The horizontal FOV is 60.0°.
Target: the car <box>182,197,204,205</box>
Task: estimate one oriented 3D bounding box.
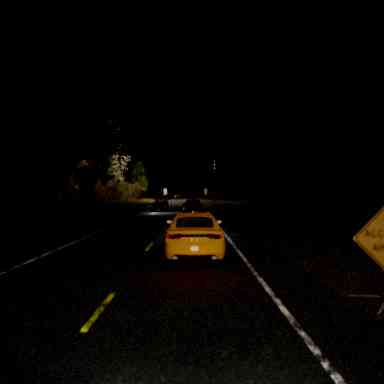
[{"bbox_3d":[0.095,1.483,31.809,1.837,1.490,4.892,0,0,0],"label":"car"}]

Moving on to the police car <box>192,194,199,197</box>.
[{"bbox_3d":[1.053,1.330,94.131,1.930,1.638,5.238,0,0,0],"label":"police car"}]

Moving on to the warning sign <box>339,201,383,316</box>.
[{"bbox_3d":[3.545,1.112,6.026,1.300,1.860,1.060,0,0,0],"label":"warning sign"}]

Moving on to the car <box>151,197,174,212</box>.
[{"bbox_3d":[-3.597,1.519,38.472,2.033,1.411,5.357,0,0,0],"label":"car"}]

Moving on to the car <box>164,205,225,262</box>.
[{"bbox_3d":[0.084,1.470,12.067,1.882,1.535,5.008,0,0,0],"label":"car"}]

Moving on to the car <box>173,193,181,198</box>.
[{"bbox_3d":[-3.497,1.065,79.403,1.812,1.442,4.674,0,0,0],"label":"car"}]
